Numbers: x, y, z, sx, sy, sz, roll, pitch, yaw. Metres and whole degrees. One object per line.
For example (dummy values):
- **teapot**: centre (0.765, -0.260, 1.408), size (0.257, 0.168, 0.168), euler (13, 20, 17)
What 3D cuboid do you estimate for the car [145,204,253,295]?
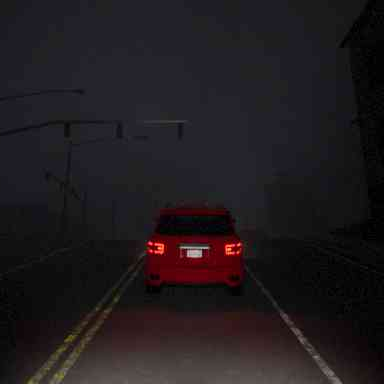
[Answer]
- **car**: centre (0.080, 1.347, 9.242), size (2.150, 2.045, 5.566), euler (1, -1, 1)

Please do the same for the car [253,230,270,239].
- **car**: centre (5.086, 4.905, 33.254), size (5.566, 2.045, 2.150), euler (-5, -14, 20)
